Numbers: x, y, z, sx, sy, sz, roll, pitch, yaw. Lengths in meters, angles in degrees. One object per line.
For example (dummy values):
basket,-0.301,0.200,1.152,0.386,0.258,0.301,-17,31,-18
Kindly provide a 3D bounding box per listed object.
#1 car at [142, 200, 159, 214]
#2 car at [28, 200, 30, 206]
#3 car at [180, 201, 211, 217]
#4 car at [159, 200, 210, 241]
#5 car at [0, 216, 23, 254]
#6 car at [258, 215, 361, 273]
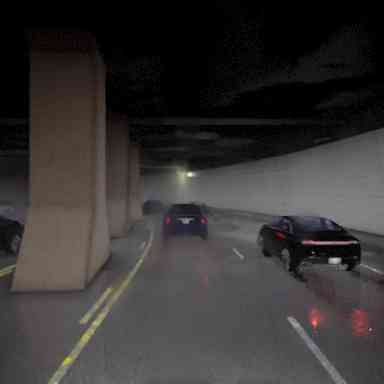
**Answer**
car,-4.115,1.528,35.367,1.812,1.442,4.674,0,0,-17
car,-24.973,1.566,53.591,1.994,1.385,4.181,0,0,-41
car,0.253,1.603,32.963,1.895,1.301,4.718,0,0,-15
car,-0.469,1.353,16.970,2.097,1.767,4.553,0,0,-5
car,-7.281,1.492,10.716,2.128,1.511,4.902,0,0,-2
car,3.471,1.492,10.705,2.128,1.511,4.902,0,0,-2
